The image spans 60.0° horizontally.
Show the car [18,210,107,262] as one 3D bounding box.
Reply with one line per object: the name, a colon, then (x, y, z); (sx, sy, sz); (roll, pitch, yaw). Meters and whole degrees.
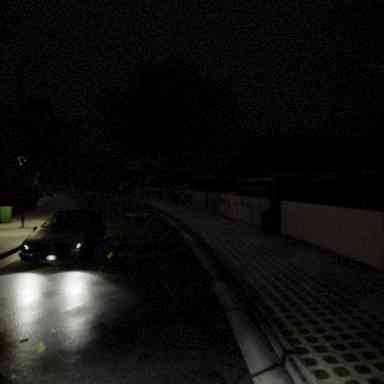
car: (-4.134, 1.345, 11.616); (2.033, 1.411, 5.357); (0, 1, -7)
